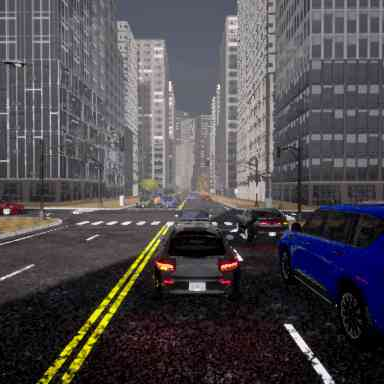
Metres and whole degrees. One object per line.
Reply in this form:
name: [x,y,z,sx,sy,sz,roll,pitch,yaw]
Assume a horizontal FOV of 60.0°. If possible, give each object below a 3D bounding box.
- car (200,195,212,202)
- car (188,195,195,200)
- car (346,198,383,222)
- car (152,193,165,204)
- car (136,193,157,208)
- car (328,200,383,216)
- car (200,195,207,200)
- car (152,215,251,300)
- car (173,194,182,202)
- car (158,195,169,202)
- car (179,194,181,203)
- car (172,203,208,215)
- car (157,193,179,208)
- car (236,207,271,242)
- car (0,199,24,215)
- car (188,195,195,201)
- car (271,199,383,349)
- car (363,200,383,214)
car: [3.211,1.414,72.454,1.882,1.535,5.008,0,0,0]
car: [-0.083,1.461,90.673,1.994,1.385,4.181,0,0,0]
car: [16.175,1.519,28.364,5.009,1.841,2.192,1,0,1]
car: [-6.591,1.166,65.970,2.150,2.045,5.566,0,0,1]
car: [-6.670,1.318,47.803,2.097,1.767,4.553,0,0,1]
car: [16.886,1.608,34.135,4.902,1.511,2.128,1,1,1]
car: [3.169,1.434,89.978,1.812,1.442,4.674,0,0,0]
car: [0.092,1.522,8.240,1.812,1.442,4.674,0,0,0]
car: [-3.321,1.285,77.348,2.097,1.767,4.553,0,0,0]
car: [-6.571,1.471,76.450,2.033,1.411,5.357,0,0,0]
car: [-3.386,1.503,57.323,2.033,1.411,5.357,0,0,0]
car: [0.086,1.538,17.514,2.033,1.411,5.357,0,0,0]
car: [-3.389,1.318,47.851,2.097,1.767,4.553,0,0,0]
car: [3.336,1.496,16.243,1.837,1.490,4.892,0,0,0]
car: [-18.546,1.330,31.481,5.008,1.535,1.882,1,1,1]
car: [-0.074,1.464,80.776,2.033,1.411,5.357,0,0,0]
car: [3.348,1.218,6.383,2.150,2.045,5.566,0,0,0]
car: [21.776,1.643,36.656,4.829,1.417,1.752,1,0,1]
